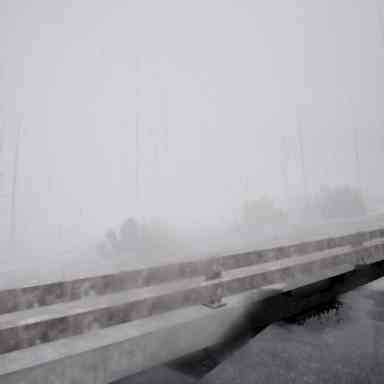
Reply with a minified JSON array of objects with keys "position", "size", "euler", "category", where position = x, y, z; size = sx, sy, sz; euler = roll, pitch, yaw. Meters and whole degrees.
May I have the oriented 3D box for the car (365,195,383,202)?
[{"position":[44.124,1.417,81.088],"size":[2.097,1.767,4.553],"euler":[0,0,2],"category":"car"}]
